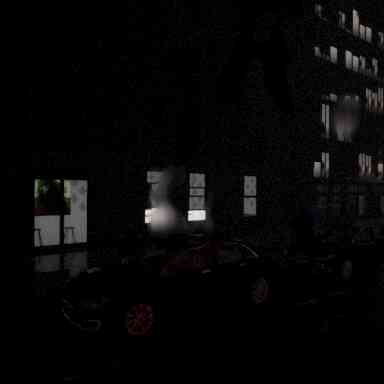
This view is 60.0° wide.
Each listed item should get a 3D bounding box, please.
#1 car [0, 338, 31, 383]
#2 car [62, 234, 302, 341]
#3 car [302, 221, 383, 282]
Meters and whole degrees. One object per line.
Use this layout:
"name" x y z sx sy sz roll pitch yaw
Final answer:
"car" -3.100 1.600 1.178 4.718 1.301 1.895 0 0 -35
"car" -0.162 1.551 6.420 4.403 1.369 2.008 0 0 -35
"car" 4.472 1.550 9.696 4.403 1.369 2.008 0 0 -35
